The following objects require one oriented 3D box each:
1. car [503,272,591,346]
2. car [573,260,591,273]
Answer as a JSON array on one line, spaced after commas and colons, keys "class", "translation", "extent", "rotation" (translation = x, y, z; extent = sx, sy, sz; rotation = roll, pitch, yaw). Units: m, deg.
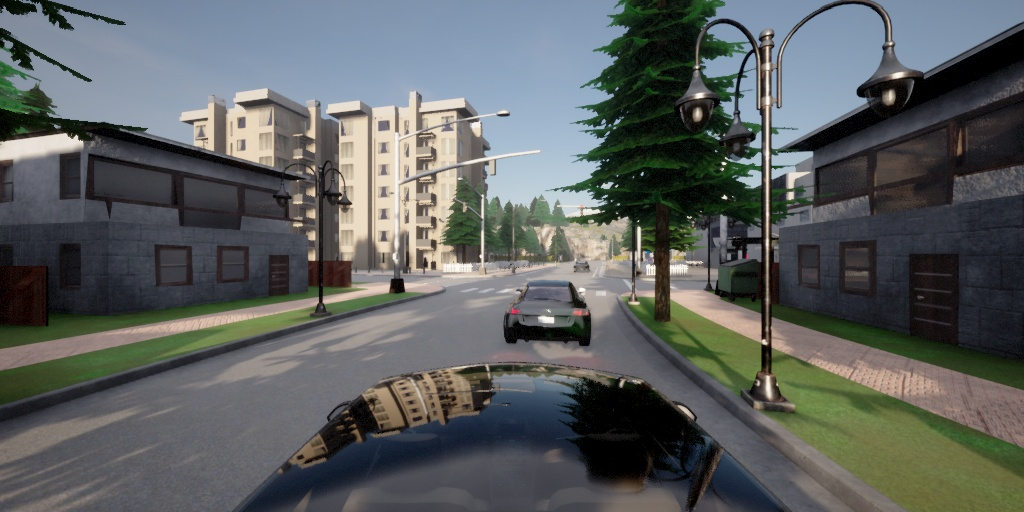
[{"class": "car", "translation": [1.011, 1.314, 9.513], "extent": [1.994, 1.385, 4.181], "rotation": [0, 0, 9]}, {"class": "car", "translation": [8.772, 1.276, 44.922], "extent": [2.128, 1.511, 4.902], "rotation": [0, 0, 14]}]
